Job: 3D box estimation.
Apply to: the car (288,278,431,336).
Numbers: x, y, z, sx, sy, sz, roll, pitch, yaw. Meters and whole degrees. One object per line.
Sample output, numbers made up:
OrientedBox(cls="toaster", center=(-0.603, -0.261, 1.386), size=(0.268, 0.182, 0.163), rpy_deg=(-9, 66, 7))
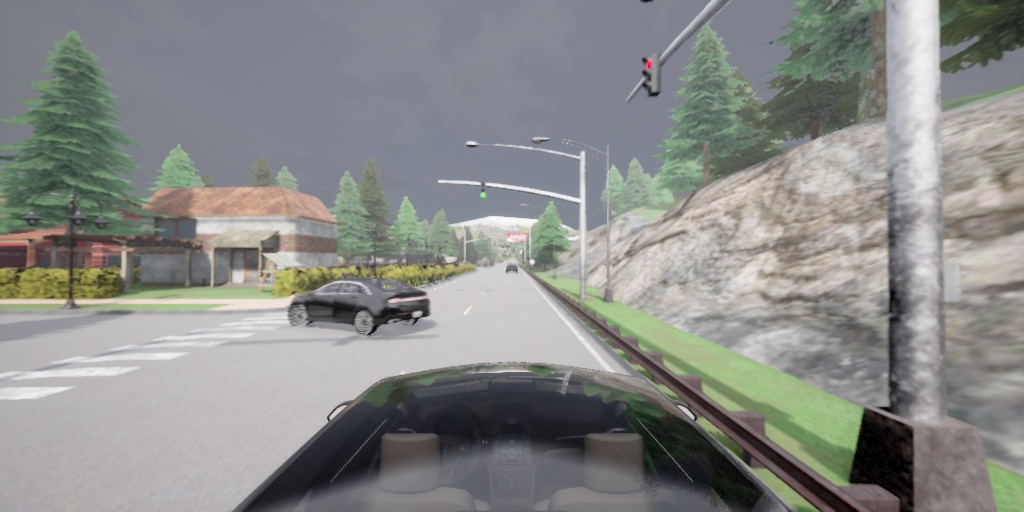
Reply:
OrientedBox(cls="car", center=(-4.755, 1.415, 10.968), size=(4.902, 1.511, 2.128), rpy_deg=(-1, -2, 28))

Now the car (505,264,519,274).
OrientedBox(cls="car", center=(-0.009, 1.883, 54.581), size=(1.837, 1.490, 4.892), rpy_deg=(0, -1, 0))
